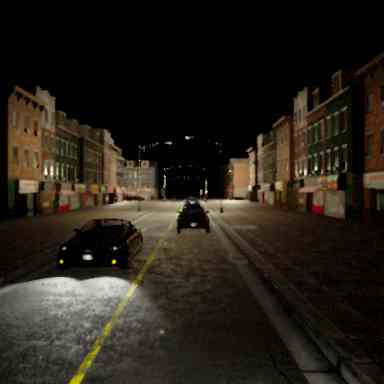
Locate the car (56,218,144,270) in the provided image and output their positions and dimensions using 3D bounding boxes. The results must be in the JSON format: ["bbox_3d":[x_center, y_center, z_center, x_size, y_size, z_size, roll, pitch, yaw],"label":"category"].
[{"bbox_3d":[-2.800,1.569,10.936,1.994,1.385,4.181,0,0,0],"label":"car"}]

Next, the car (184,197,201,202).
[{"bbox_3d":[0.030,1.379,41.797,2.097,1.767,4.553,0,0,0],"label":"car"}]

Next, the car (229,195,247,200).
[{"bbox_3d":[11.807,1.545,85.203,4.507,1.381,1.887,0,0,0],"label":"car"}]

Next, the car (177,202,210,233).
[{"bbox_3d":[0.072,1.535,19.787,1.812,1.442,4.674,0,0,0],"label":"car"}]

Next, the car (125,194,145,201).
[{"bbox_3d":[-14.604,1.519,85.112,5.009,1.841,2.192,0,0,0],"label":"car"}]
